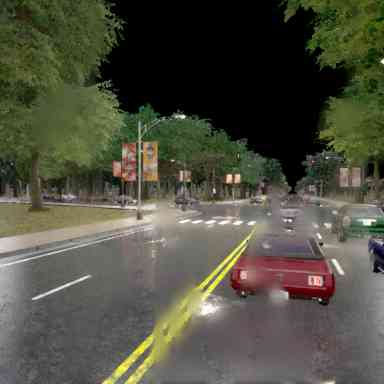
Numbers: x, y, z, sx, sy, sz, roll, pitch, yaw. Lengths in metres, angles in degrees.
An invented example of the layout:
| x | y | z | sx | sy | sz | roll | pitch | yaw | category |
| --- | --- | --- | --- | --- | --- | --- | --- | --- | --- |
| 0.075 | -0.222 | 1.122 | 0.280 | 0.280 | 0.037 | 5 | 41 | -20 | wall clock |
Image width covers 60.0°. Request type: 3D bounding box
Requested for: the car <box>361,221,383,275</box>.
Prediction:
| x | y | z | sx | sy | sz | roll | pitch | yaw | category |
| --- | --- | --- | --- | --- | --- | --- | --- | --- | --- |
| 5.463 | 1.601 | 7.596 | 1.895 | 1.301 | 4.718 | 0 | 0 | 17 | car |

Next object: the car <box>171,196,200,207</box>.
| x | y | z | sx | sy | sz | roll | pitch | yaw | category |
| --- | --- | --- | --- | --- | --- | --- | --- | --- | --- |
| -1.052 | 1.410 | 50.775 | 4.902 | 1.511 | 2.128 | 0 | 0 | 40 | car |

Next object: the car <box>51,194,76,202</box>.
| x | y | z | sx | sy | sz | roll | pitch | yaw | category |
| --- | --- | --- | --- | --- | --- | --- | --- | --- | --- |
| -26.114 | 1.300 | 67.529 | 4.674 | 1.442 | 1.812 | 0 | 0 | 40 | car |

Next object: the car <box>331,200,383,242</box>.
| x | y | z | sx | sy | sz | roll | pitch | yaw | category |
| --- | --- | --- | --- | --- | --- | --- | --- | --- | --- |
| 8.069 | 1.352 | 16.199 | 2.097 | 1.767 | 4.553 | 0 | 0 | 17 | car |

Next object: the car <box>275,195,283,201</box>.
| x | y | z | sx | sy | sz | roll | pitch | yaw | category |
| --- | --- | --- | --- | --- | --- | --- | --- | --- | --- |
| 21.572 | 1.489 | 82.299 | 1.882 | 1.535 | 5.008 | 0 | 0 | 17 | car |

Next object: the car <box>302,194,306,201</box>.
| x | y | z | sx | sy | sz | roll | pitch | yaw | category |
| --- | --- | --- | --- | --- | --- | --- | --- | --- | --- |
| 29.214 | 1.369 | 85.015 | 2.097 | 1.767 | 4.553 | 0 | 0 | 17 | car |

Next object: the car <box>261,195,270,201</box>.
| x | y | z | sx | sy | sz | roll | pitch | yaw | category |
| --- | --- | --- | --- | --- | --- | --- | --- | --- | --- |
| 18.351 | 1.535 | 82.881 | 1.812 | 1.442 | 4.674 | 0 | 0 | 17 | car |

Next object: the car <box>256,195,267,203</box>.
| x | y | z | sx | sy | sz | roll | pitch | yaw | category |
| --- | --- | --- | --- | --- | --- | --- | --- | --- | --- |
| 15.321 | 1.486 | 73.072 | 1.882 | 1.535 | 5.008 | 0 | 0 | 17 | car |

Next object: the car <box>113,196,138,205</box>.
| x | y | z | sx | sy | sz | roll | pitch | yaw | category |
| --- | --- | --- | --- | --- | --- | --- | --- | --- | --- |
| -10.938 | 1.361 | 54.653 | 4.902 | 1.511 | 2.128 | 0 | 0 | 41 | car |

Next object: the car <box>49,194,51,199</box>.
| x | y | z | sx | sy | sz | roll | pitch | yaw | category |
| --- | --- | --- | --- | --- | --- | --- | --- | --- | --- |
| -37.048 | 1.225 | 85.253 | 4.674 | 1.442 | 1.812 | 0 | 0 | 40 | car |

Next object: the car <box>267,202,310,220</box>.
| x | y | z | sx | sy | sz | roll | pitch | yaw | category |
| --- | --- | --- | --- | --- | --- | --- | --- | --- | --- |
| 4.935 | 1.505 | 17.070 | 1.837 | 1.490 | 4.892 | 0 | 0 | 17 | car |

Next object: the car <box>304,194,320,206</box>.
| x | y | z | sx | sy | sz | roll | pitch | yaw | category |
| --- | --- | --- | --- | --- | --- | --- | --- | --- | --- |
| 20.517 | 1.569 | 56.473 | 1.994 | 1.385 | 4.181 | 0 | 0 | 17 | car |

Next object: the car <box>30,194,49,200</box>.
| x | y | z | sx | sy | sz | roll | pitch | yaw | category |
| --- | --- | --- | --- | --- | --- | --- | --- | --- | --- |
| -37.986 | 1.184 | 81.792 | 5.008 | 1.535 | 1.882 | 0 | 0 | 40 | car |

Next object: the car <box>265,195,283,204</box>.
| x | y | z | sx | sy | sz | roll | pitch | yaw | category |
| --- | --- | --- | --- | --- | --- | --- | --- | --- | --- |
| 15.442 | 1.554 | 62.587 | 2.033 | 1.411 | 5.357 | 0 | 0 | 18 | car |

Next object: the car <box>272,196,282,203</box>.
| x | y | z | sx | sy | sz | roll | pitch | yaw | category |
| --- | --- | --- | --- | --- | --- | --- | --- | --- | --- |
| 18.513 | 1.604 | 72.390 | 1.895 | 1.301 | 4.718 | 0 | 0 | 17 | car |

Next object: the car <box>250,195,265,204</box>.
| x | y | z | sx | sy | sz | roll | pitch | yaw | category |
| --- | --- | --- | --- | --- | --- | --- | --- | --- | --- |
| 12.368 | 1.554 | 63.631 | 2.033 | 1.411 | 5.357 | 0 | 0 | 18 | car |

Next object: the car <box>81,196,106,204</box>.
| x | y | z | sx | sy | sz | roll | pitch | yaw | category |
| --- | --- | --- | --- | --- | --- | --- | --- | --- | --- |
| -18.369 | 1.423 | 60.932 | 4.718 | 1.301 | 1.895 | 0 | 0 | 41 | car |

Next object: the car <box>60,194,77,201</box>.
| x | y | z | sx | sy | sz | roll | pitch | yaw | category |
| --- | --- | --- | --- | --- | --- | --- | --- | --- | --- |
| -29.196 | 1.261 | 78.631 | 4.674 | 1.442 | 1.812 | 0 | 0 | 40 | car |

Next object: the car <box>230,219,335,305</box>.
| x | y | z | sx | sy | sz | roll | pitch | yaw | category |
| --- | --- | --- | --- | --- | --- | --- | --- | --- | --- |
| 2.255 | 1.601 | 8.207 | 1.895 | 1.301 | 4.718 | 0 | 0 | 17 | car |
